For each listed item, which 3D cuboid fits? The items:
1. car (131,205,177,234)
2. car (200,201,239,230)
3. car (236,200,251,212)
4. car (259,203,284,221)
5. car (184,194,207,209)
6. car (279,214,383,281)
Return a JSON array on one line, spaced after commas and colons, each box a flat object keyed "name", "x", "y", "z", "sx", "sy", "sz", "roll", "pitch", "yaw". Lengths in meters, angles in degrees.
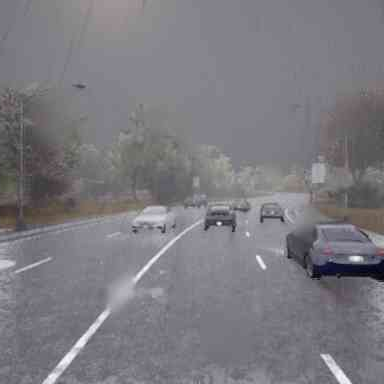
[{"name": "car", "x": -2.086, "y": 1.532, "z": 19.570, "sx": 1.812, "sy": 1.442, "sz": 4.674, "roll": 0, "pitch": 0, "yaw": 8}, {"name": "car", "x": 1.893, "y": 1.528, "z": 21.142, "sx": 1.837, "sy": 1.490, "sz": 4.892, "roll": 0, "pitch": 0, "yaw": 9}, {"name": "car", "x": 5.827, "y": 1.615, "z": 39.181, "sx": 1.994, "sy": 1.385, "sz": 4.181, "roll": 0, "pitch": 0, "yaw": 15}, {"name": "car", "x": 6.449, "y": 1.593, "z": 27.078, "sx": 2.033, "sy": 1.411, "sz": 5.357, "roll": 0, "pitch": 0, "yaw": 11}, {"name": "car", "x": 0.621, "y": 1.246, "z": 46.949, "sx": 2.150, "sy": 2.045, "sz": 5.566, "roll": 0, "pitch": 0, "yaw": 17}, {"name": "car", "x": 4.128, "y": 1.586, "z": 10.057, "sx": 1.994, "sy": 1.385, "sz": 4.181, "roll": 0, "pitch": 0, "yaw": 4}]
